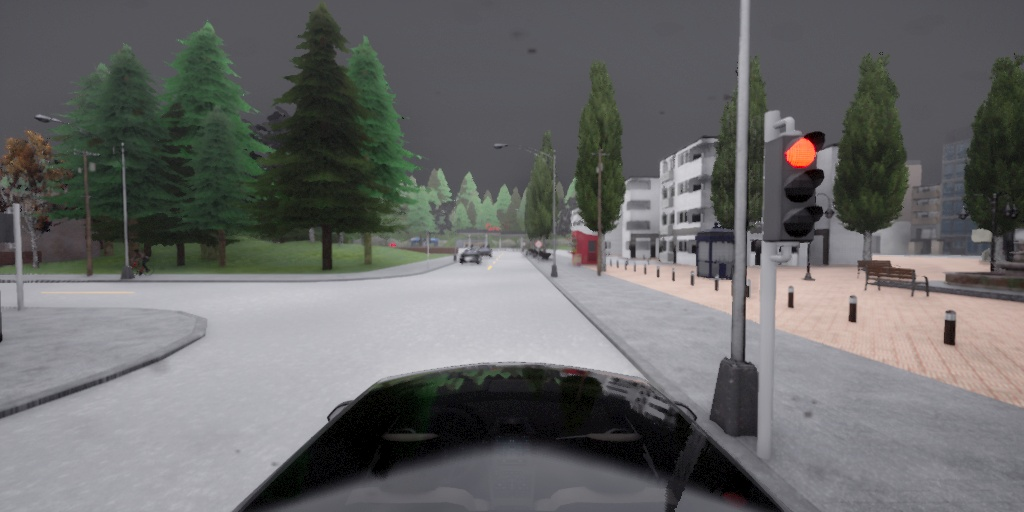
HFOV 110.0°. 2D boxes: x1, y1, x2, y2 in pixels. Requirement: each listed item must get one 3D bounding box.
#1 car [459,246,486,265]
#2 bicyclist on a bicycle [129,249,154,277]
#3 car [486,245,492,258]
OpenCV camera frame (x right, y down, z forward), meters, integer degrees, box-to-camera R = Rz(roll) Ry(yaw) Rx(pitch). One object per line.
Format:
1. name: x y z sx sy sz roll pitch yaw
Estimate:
1. car: -4.087 0.070 35.986 2.128 1.511 4.902 0 2 0
2. bicyclist on a bicycle: -22.146 0.429 21.332 0.582 1.620 1.656 0 2 0
3. car: -4.020 -0.511 54.622 2.033 1.411 5.357 0 2 1
